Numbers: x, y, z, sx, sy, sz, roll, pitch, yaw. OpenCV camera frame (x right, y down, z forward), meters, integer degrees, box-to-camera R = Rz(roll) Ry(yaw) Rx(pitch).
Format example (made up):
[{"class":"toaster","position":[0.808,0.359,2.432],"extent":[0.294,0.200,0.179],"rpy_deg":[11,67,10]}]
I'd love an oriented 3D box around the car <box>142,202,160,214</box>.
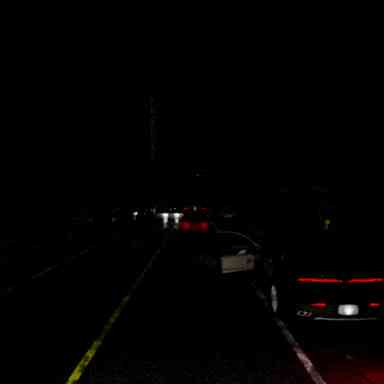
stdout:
[{"class":"car","position":[-5.426,2.084,44.069],"extent":[1.752,1.417,4.829],"rpy_deg":[0,-1,0]}]

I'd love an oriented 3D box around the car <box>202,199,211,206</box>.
[{"class":"car","position":[3.337,2.385,76.144],"extent":[1.967,1.590,4.097],"rpy_deg":[0,-1,0]}]

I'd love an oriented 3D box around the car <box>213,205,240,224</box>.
[{"class":"car","position":[2.980,1.863,27.980],"extent":[1.752,1.417,4.829],"rpy_deg":[0,-1,0]}]

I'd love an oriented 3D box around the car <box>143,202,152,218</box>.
[{"class":"car","position":[-5.506,1.969,33.326],"extent":[1.887,1.381,4.507],"rpy_deg":[0,-1,0]}]

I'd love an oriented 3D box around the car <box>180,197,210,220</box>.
[{"class":"car","position":[0.300,1.620,32.327],"extent":[2.150,2.045,5.566],"rpy_deg":[0,-1,1]}]

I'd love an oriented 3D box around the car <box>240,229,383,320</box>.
[{"class":"car","position":[2.420,1.592,7.536],"extent":[1.837,1.490,4.892],"rpy_deg":[0,-1,0]}]

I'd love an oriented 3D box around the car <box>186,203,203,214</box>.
[{"class":"car","position":[0.329,2.095,42.990],"extent":[1.994,1.385,4.181],"rpy_deg":[0,-1,0]}]

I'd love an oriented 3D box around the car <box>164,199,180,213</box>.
[{"class":"car","position":[-2.672,2.069,44.875],"extent":[1.837,1.490,4.892],"rpy_deg":[0,-1,1]}]

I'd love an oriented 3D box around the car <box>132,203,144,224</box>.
[{"class":"car","position":[-5.547,1.908,27.870],"extent":[2.008,1.369,4.403],"rpy_deg":[0,-1,0]}]

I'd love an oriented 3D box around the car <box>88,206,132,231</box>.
[{"class":"car","position":[-5.587,1.729,22.415],"extent":[1.967,1.590,4.097],"rpy_deg":[0,-1,0]}]

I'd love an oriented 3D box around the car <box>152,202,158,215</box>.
[{"class":"car","position":[-5.466,1.932,38.784],"extent":[1.967,1.590,4.097],"rpy_deg":[0,-1,0]}]

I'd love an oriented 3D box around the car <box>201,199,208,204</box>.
[{"class":"car","position":[3.458,2.705,92.454],"extent":[2.008,1.369,4.403],"rpy_deg":[0,-1,0]}]
